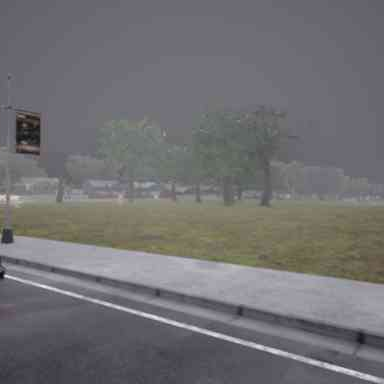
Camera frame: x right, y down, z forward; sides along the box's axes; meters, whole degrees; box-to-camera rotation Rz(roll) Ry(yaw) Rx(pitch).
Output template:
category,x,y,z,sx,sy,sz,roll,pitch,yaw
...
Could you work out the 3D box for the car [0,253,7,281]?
category,x,y,z,sx,sy,sz,roll,pitch,yaw
car,-6.789,1.635,8.433,5.357,1.411,2.033,-1,0,36
